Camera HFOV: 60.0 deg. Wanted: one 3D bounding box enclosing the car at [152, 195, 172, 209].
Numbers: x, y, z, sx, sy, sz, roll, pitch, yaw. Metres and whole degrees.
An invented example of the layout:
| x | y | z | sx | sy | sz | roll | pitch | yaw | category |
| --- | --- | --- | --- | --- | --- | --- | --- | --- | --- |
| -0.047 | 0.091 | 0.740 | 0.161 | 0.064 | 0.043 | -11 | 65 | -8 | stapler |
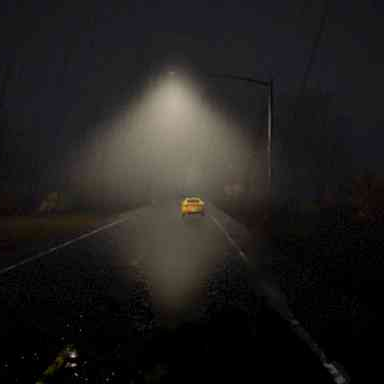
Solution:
| x | y | z | sx | sy | sz | roll | pitch | yaw | category |
| --- | --- | --- | --- | --- | --- | --- | --- | --- | --- |
| -3.593 | 1.118 | 40.556 | 2.097 | 1.767 | 4.553 | 0 | 0 | 0 | car |

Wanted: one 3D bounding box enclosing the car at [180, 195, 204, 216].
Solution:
| x | y | z | sx | sy | sz | roll | pitch | yaw | category |
| --- | --- | --- | --- | --- | --- | --- | --- | --- | --- |
| 0.097 | 1.304 | 29.825 | 1.882 | 1.535 | 5.008 | 0 | 0 | 0 | car |

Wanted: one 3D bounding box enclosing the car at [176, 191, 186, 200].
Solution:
| x | y | z | sx | sy | sz | roll | pitch | yaw | category |
| --- | --- | --- | --- | --- | --- | --- | --- | --- | --- |
| -2.594 | 0.763 | 79.383 | 2.150 | 2.045 | 5.566 | 0 | 0 | 3 | car |
